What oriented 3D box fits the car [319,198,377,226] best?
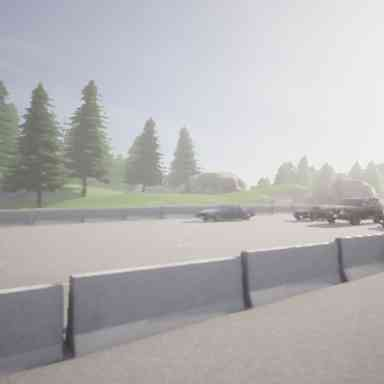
[{"bbox_3d":[12.763,1.455,25.983,5.566,2.045,2.150,1,-1,-35],"label":"car"}]

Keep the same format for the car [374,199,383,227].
[{"bbox_3d":[15.271,1.591,23.479,4.553,1.767,2.097,1,-1,-35],"label":"car"}]

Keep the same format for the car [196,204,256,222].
[{"bbox_3d":[2.938,1.688,27.587,5.357,1.411,2.033,1,0,-35],"label":"car"}]

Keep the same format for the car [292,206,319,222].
[{"bbox_3d":[10.888,1.834,28.943,4.718,1.301,1.895,1,-1,-35],"label":"car"}]
